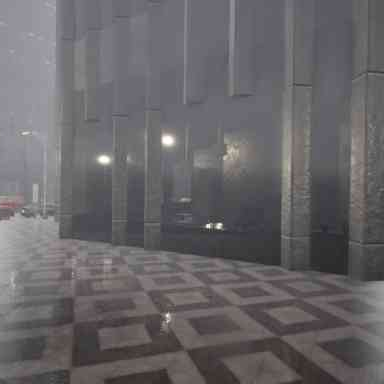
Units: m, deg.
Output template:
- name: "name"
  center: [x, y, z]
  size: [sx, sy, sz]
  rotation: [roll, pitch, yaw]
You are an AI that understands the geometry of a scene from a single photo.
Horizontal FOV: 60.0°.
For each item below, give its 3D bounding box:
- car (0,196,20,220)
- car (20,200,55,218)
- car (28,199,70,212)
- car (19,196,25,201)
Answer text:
- name: "car"
  center: [-17.118, 1.463, 26.776]
  size: [2.192, 1.841, 5.009]
  rotation: [1, 0, 36]
- name: "car"
  center: [-13.844, 1.742, 31.372]
  size: [1.947, 1.339, 4.313]
  rotation: [1, 0, 36]
- name: "car"
  center: [-17.501, 1.634, 40.923]
  size: [1.947, 1.339, 4.313]
  rotation: [1, 0, 36]
- name: "car"
  center: [-20.775, 1.354, 36.328]
  size: [2.192, 1.841, 5.009]
  rotation: [1, 0, 36]
